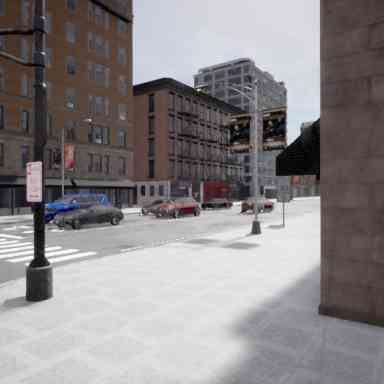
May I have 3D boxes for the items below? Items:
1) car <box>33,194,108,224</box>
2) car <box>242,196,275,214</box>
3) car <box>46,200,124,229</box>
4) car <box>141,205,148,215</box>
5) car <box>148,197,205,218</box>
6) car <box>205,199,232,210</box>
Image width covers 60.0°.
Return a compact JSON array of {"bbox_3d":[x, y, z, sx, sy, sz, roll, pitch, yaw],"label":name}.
[{"bbox_3d":[-8.469,1.168,24.068,2.150,2.045,5.566,0,0,35],"label":"car"},{"bbox_3d":[6.916,1.211,34.256,2.097,1.767,4.553,0,0,35],"label":"car"},{"bbox_3d":[-6.470,1.470,21.261,1.812,1.442,4.674,0,0,37],"label":"car"},{"bbox_3d":[-2.860,1.431,32.016,1.812,1.442,4.674,0,0,35],"label":"car"},{"bbox_3d":[-1.252,1.258,28.654,2.097,1.767,4.553,0,0,35],"label":"car"},{"bbox_3d":[2.979,1.463,40.281,1.895,1.301,4.718,0,0,35],"label":"car"}]
